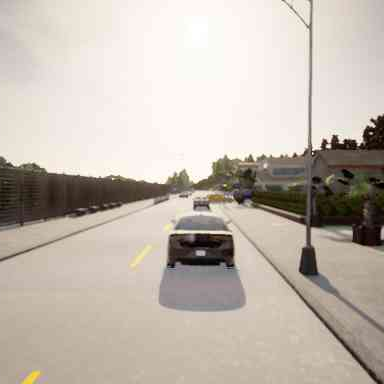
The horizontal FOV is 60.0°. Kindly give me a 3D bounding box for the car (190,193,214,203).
[{"bbox_3d":[1.071,1.131,37.200,2.033,1.411,5.357,0,1,2],"label":"car"}]

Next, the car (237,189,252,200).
[{"bbox_3d":[9.427,0.604,56.424,5.566,2.045,2.150,0,4,4],"label":"car"}]

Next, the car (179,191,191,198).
[{"bbox_3d":[-1.835,0.659,74.527,1.812,1.442,4.674,0,1,2],"label":"car"}]

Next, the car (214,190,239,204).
[{"bbox_3d":[4.273,0.935,50.602,5.008,1.535,1.882,0,2,20],"label":"car"}]

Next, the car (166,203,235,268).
[{"bbox_3d":[0.292,1.355,10.833,1.882,1.535,5.008,0,1,2],"label":"car"}]
